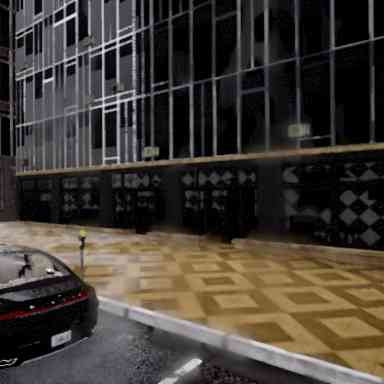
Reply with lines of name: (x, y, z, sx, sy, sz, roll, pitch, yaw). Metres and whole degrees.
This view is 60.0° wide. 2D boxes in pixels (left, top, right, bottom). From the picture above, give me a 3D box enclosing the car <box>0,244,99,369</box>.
car: (-3.342, 1.517, 5.286, 4.403, 1.369, 2.008, 0, -1, 36)
